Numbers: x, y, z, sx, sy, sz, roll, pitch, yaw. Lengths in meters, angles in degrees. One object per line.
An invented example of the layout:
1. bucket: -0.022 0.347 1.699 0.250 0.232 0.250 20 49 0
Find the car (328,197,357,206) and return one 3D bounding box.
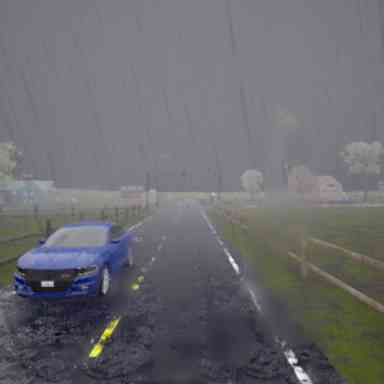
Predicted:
1. car: 27.808 1.762 61.535 5.008 1.535 1.882 -1 0 0

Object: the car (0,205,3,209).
1. car: -37.575 2.660 61.363 4.892 1.490 1.837 -1 0 0

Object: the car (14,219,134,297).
1. car: -2.852 1.569 9.071 1.882 1.535 5.008 0 -1 0
